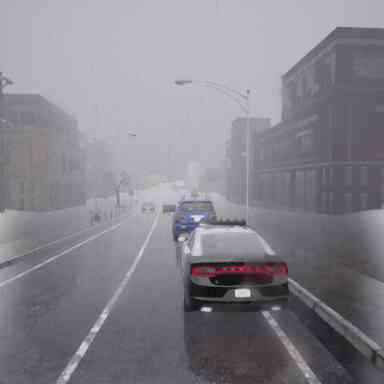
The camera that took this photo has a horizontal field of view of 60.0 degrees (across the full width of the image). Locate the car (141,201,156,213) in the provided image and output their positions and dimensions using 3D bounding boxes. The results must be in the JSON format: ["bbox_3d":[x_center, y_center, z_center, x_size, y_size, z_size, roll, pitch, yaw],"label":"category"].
[{"bbox_3d":[-6.287,2.142,47.961,2.128,1.511,4.902,0,1,-5],"label":"car"}]

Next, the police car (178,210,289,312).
[{"bbox_3d":[0.708,1.464,7.981,1.930,1.638,5.238,0,-1,-3],"label":"police car"}]

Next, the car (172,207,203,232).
[{"bbox_3d":[-0.432,1.853,23.954,1.882,1.535,5.008,0,-2,-5],"label":"car"}]

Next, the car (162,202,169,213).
[{"bbox_3d":[-3.144,2.130,46.738,1.882,1.535,5.008,0,0,-4],"label":"car"}]

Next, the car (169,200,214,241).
[{"bbox_3d":[0.048,1.435,17.985,2.150,2.045,5.566,0,-1,-5],"label":"car"}]
